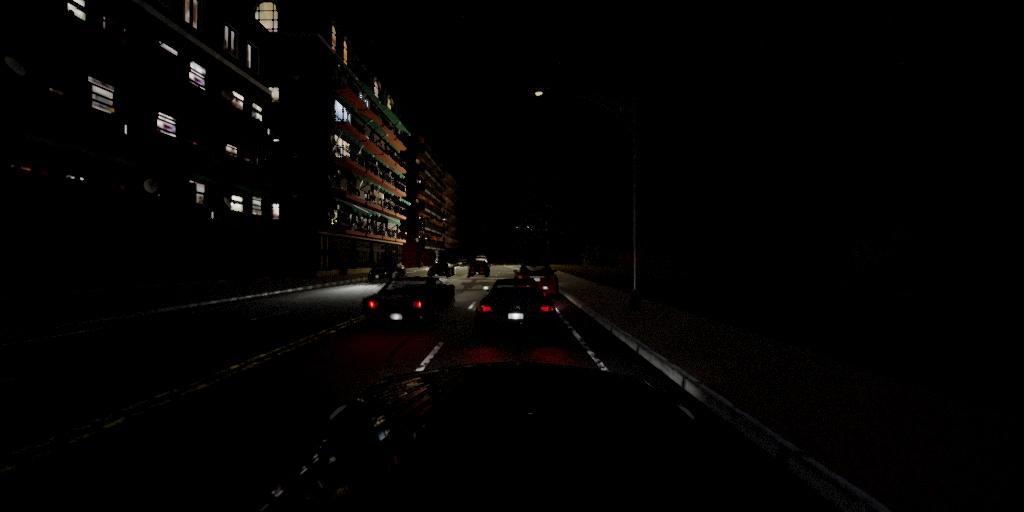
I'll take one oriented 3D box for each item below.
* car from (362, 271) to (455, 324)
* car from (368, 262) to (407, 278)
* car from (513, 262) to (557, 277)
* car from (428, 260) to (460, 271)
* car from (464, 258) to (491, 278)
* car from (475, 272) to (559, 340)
[{"bbox_3d":[-3.144,1.352,11.992,1.895,1.301,4.718,0,0,0],"label":"car"},{"bbox_3d":[-9.829,1.243,28.580,2.128,1.511,4.902,0,0,0],"label":"car"},{"bbox_3d":[1.150,1.103,18.596,2.097,1.767,4.553,0,0,0],"label":"car"},{"bbox_3d":[-6.576,1.299,33.844,2.033,1.411,5.357,0,0,0],"label":"car"},{"bbox_3d":[-3.123,1.258,34.584,1.837,1.490,4.892,0,0,0],"label":"car"},{"bbox_3d":[0.101,1.315,10.017,1.994,1.385,4.181,0,0,0],"label":"car"}]
